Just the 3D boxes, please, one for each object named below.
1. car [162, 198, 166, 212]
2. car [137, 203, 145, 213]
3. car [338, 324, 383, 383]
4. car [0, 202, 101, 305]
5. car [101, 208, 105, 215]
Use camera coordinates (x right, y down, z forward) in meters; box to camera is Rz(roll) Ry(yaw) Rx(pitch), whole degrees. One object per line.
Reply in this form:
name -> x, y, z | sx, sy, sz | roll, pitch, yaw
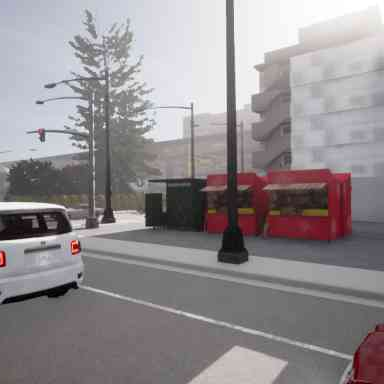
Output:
car -> -0.964, 1.557, 35.662 | 1.882, 1.535, 5.008 | -1, -1, 36
car -> -4.126, 1.482, 37.595 | 2.097, 1.767, 4.553 | -1, -1, 36
car -> 3.267, 1.601, 1.653 | 4.718, 1.301, 1.895 | 0, 0, 35
car -> -4.748, 1.234, 7.336 | 5.566, 2.045, 2.150 | 0, 0, 36
car -> -10.087, 1.732, 29.381 | 1.895, 1.301, 4.718 | -1, -1, 36
